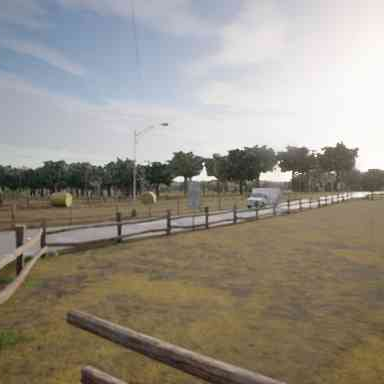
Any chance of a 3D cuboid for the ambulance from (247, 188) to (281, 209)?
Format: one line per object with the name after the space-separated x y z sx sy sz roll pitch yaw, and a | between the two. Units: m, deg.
8.982 0.792 41.492 2.351 2.431 6.366 2 2 35 | ambulance
